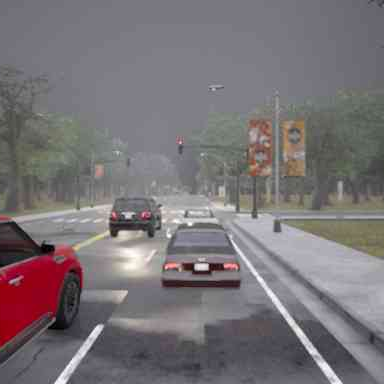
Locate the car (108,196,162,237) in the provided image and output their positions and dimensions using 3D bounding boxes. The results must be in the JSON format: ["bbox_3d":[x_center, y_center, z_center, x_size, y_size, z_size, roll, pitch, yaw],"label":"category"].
[{"bbox_3d":[-2.921,1.235,18.087,2.150,2.045,5.566,0,0,1],"label":"car"}]

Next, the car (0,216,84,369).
[{"bbox_3d":[-3.077,1.222,3.760,2.150,2.045,5.566,0,0,1],"label":"car"}]

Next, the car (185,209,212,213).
[{"bbox_3d":[0.337,1.616,18.895,1.895,1.301,4.718,0,0,-2],"label":"car"}]

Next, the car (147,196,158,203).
[{"bbox_3d":[-8.899,1.619,75.049,1.812,1.442,4.674,0,0,1],"label":"car"}]

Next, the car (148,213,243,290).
[{"bbox_3d":[0.227,1.553,9.188,2.033,1.411,5.357,0,0,1],"label":"car"}]

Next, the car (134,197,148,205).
[{"bbox_3d":[-9.123,1.593,59.601,1.812,1.442,4.674,0,0,1],"label":"car"}]
